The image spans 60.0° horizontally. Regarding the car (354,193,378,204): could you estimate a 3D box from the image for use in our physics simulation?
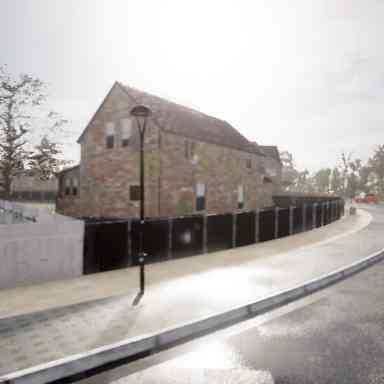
[{"bbox_3d":[27.739,0.972,53.152,2.097,1.767,4.553,1,1,5],"label":"car"}]
